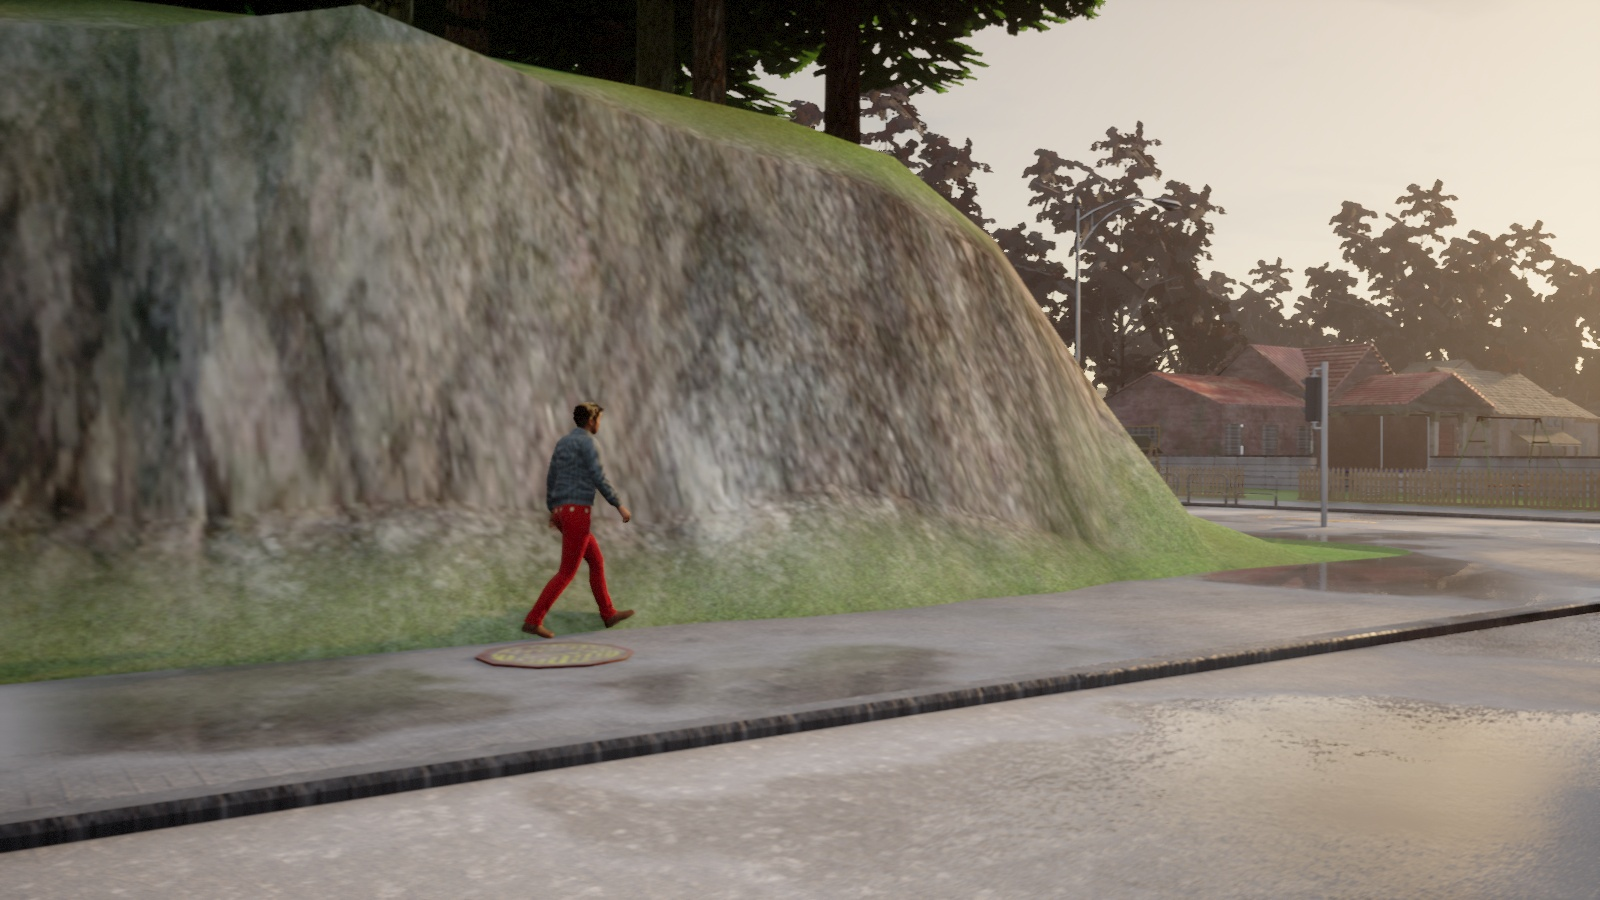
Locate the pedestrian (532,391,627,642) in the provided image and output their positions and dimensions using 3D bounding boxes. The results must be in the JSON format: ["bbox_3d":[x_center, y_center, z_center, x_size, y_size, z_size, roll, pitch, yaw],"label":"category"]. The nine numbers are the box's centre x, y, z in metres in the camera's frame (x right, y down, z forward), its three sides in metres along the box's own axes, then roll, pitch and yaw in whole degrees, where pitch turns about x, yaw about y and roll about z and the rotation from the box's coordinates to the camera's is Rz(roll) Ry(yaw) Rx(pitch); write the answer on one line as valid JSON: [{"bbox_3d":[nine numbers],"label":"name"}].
[{"bbox_3d":[-1.673,0.488,9.534,0.614,1.847,0.353,0,0,-35],"label":"pedestrian"}]
